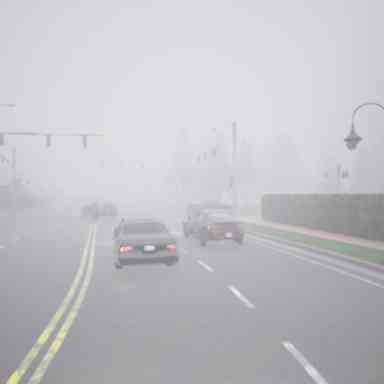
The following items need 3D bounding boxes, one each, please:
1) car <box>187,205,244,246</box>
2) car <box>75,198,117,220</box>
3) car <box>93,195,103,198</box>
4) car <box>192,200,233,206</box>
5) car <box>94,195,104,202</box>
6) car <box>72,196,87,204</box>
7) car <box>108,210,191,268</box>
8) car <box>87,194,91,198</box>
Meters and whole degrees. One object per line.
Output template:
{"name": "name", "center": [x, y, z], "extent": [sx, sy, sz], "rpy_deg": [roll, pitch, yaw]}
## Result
{"name": "car", "center": [0.868, 1.518, 15.223], "extent": [1.812, 1.442, 4.674], "rpy_deg": [0, 0, -15]}
{"name": "car", "center": [-8.160, 1.514, 28.900], "extent": [2.128, 1.511, 4.902], "rpy_deg": [0, 0, -36]}
{"name": "car", "center": [-19.039, 1.648, 66.308], "extent": [1.895, 1.301, 4.718], "rpy_deg": [0, 0, -14]}
{"name": "car", "center": [1.887, 1.461, 30.968], "extent": [5.008, 1.535, 1.882], "rpy_deg": [0, -2, -36]}
{"name": "car", "center": [-22.794, 1.583, 81.471], "extent": [2.128, 1.511, 4.902], "rpy_deg": [0, 0, -14]}
{"name": "car", "center": [-22.437, 1.543, 65.469], "extent": [1.882, 1.535, 5.008], "rpy_deg": [0, 0, -14]}
{"name": "car", "center": [-1.737, 1.551, 11.335], "extent": [2.033, 1.411, 5.357], "rpy_deg": [0, 0, -14]}
{"name": "car", "center": [-26.192, 1.623, 80.633], "extent": [1.994, 1.385, 4.181], "rpy_deg": [0, 0, -14]}
